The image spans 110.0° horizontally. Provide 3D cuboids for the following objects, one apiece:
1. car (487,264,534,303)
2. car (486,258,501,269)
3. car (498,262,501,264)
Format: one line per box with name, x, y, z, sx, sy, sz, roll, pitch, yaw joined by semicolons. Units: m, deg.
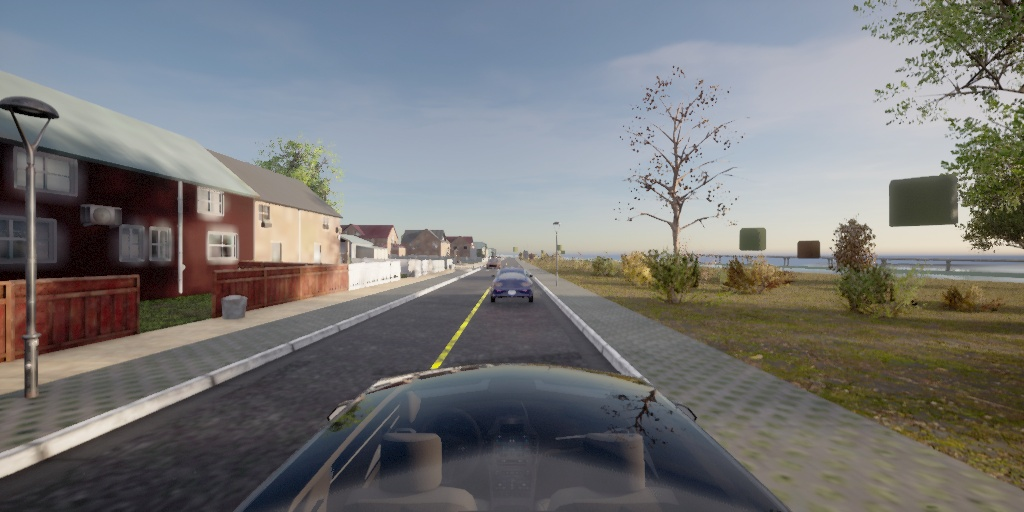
car;0.000;1.280;16.500;1.812;1.442;4.674;0;0;0
car;-2.750;1.150;54.530;2.097;1.767;4.553;0;0;0
car;0.000;1.363;31.530;1.895;1.301;4.718;0;0;0
